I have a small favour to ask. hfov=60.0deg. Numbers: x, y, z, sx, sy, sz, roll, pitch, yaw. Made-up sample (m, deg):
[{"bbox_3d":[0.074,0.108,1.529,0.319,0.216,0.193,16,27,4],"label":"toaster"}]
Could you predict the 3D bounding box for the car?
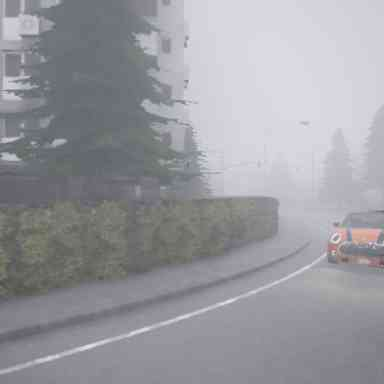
[{"bbox_3d":[6.100,1.423,11.457,2.097,1.767,4.553,-1,-1,31],"label":"car"}]
